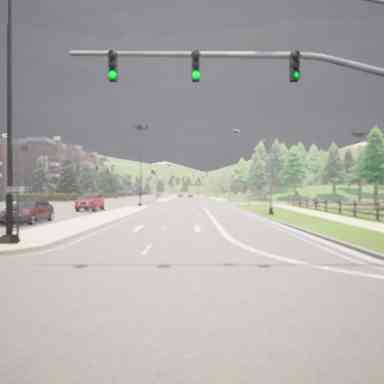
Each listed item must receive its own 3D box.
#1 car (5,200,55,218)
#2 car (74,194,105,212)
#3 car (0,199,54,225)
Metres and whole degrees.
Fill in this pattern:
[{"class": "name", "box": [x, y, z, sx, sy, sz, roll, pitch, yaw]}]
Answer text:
[{"class": "car", "box": [-15.092, 1.522, 31.362, 2.033, 1.411, 5.357, 0, 0, 0]}, {"class": "car", "box": [-11.549, 1.193, 38.013, 2.150, 2.045, 5.566, 0, 0, 1]}, {"class": "car", "box": [-11.600, 1.333, 23.604, 2.097, 1.767, 4.553, 0, 0, 0]}]
